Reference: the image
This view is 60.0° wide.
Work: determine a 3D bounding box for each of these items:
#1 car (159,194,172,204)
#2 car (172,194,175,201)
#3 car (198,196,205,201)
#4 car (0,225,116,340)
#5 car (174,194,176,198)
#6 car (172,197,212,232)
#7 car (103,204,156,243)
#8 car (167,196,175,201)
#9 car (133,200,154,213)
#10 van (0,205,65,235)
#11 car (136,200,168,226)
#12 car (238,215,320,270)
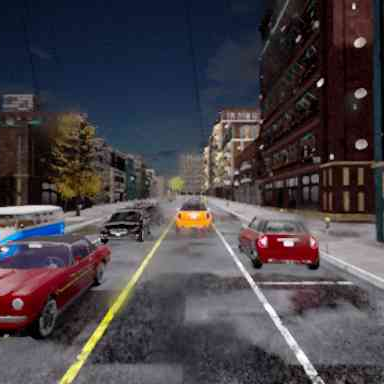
[{"bbox_3d":[-5.692,1.631,68.025,1.967,1.590,4.097,1,0,0],"label":"car"},{"bbox_3d":[-5.698,1.790,79.399,1.947,1.339,4.313,1,0,0],"label":"car"},{"bbox_3d":[2.680,1.841,90.834,1.802,1.307,4.206,1,0,0],"label":"car"},{"bbox_3d":[-3.098,1.619,6.695,1.895,1.301,4.718,0,0,0],"label":"car"},{"bbox_3d":[-5.697,1.681,85.085,1.967,1.590,4.097,1,0,0],"label":"car"},{"bbox_3d":[0.094,1.409,20.616,2.097,1.767,4.553,0,0,0],"label":"car"},{"bbox_3d":[-3.096,1.550,16.408,1.837,1.490,4.892,0,0,0],"label":"car"},{"bbox_3d":[-5.700,1.825,90.771,1.947,1.339,4.313,1,0,0],"label":"car"},{"bbox_3d":[-5.687,1.691,39.592,1.802,1.307,4.206,1,0,0],"label":"car"},{"bbox_3d":[-5.676,1.372,11.159,1.690,1.788,3.998,1,0,0],"label":"van"},{"bbox_3d":[-3.007,1.584,23.849,1.837,1.490,4.892,0,0,0],"label":"car"},{"bbox_3d":[2.702,1.471,11.222,1.967,1.590,4.097,1,0,0],"label":"car"}]
